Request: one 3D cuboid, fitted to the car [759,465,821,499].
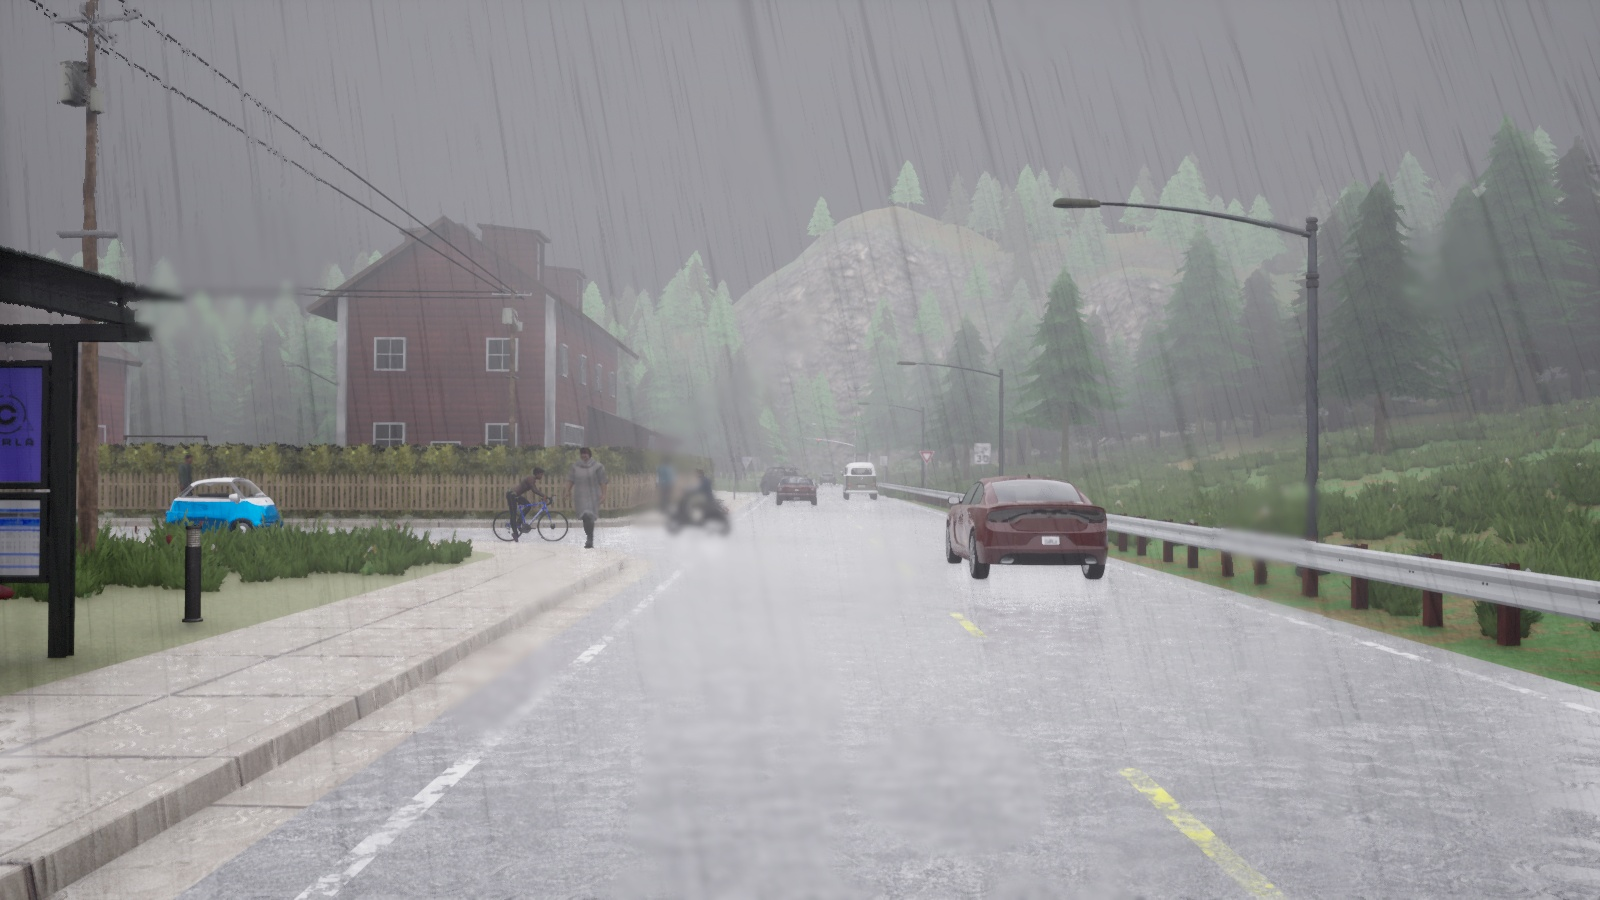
[{"bbox_3d":[-0.631,1.858,74.191,1.932,1.855,4.605,1,-1,-25],"label":"car"}]

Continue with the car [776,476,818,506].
[{"bbox_3d":[-0.138,1.889,58.089,1.895,1.301,4.718,0,-1,0],"label":"car"}]

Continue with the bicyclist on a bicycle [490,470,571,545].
[{"bbox_3d":[-5.868,1.250,27.413,1.656,1.620,0.582,0,-1,-4],"label":"bicyclist on a bicycle"}]

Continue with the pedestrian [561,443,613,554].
[{"bbox_3d":[-3.807,0.855,22.524,0.659,1.952,0.873,0,-1,10],"label":"pedestrian"}]

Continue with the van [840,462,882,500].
[{"bbox_3d":[3.333,1.689,69.495,2.069,2.038,4.480,0,-1,0],"label":"van"}]

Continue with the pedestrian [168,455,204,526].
[{"bbox_3d":[-17.015,1.121,34.823,0.788,1.949,0.423,0,-1,-1],"label":"pedestrian"}]

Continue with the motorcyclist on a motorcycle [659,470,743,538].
[{"bbox_3d":[-2.374,1.282,30.135,1.817,1.590,0.866,-1,-1,21],"label":"motorcyclist on a motorcycle"}]

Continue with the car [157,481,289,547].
[{"bbox_3d":[-12.526,1.377,27.339,2.207,1.376,1.481,-1,-1,0],"label":"car"}]

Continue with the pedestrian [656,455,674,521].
[{"bbox_3d":[-3.990,1.107,37.106,0.396,1.930,0.692,0,-1,5],"label":"pedestrian"}]

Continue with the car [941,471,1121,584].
[{"bbox_3d":[3.453,1.109,19.755,1.882,1.535,5.008,0,-1,0],"label":"car"}]
